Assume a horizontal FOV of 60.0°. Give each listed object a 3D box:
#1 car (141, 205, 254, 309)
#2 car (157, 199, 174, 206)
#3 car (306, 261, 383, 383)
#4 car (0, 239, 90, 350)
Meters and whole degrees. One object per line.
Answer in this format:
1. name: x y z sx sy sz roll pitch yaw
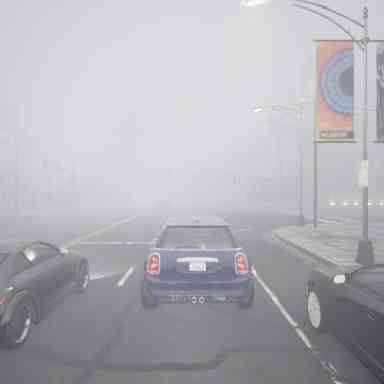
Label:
1. car: 0.099 1.352 8.044 2.097 1.767 4.553 0 0 0
2. car: -3.405 1.547 42.294 2.033 1.411 5.357 0 0 0
3. car: 2.900 1.480 3.761 2.097 1.535 5.008 0 0 0
4. car: -3.401 1.564 6.224 1.994 1.385 4.181 0 0 0
